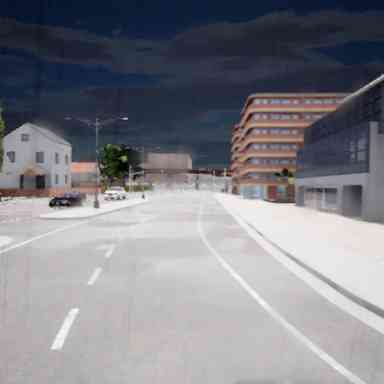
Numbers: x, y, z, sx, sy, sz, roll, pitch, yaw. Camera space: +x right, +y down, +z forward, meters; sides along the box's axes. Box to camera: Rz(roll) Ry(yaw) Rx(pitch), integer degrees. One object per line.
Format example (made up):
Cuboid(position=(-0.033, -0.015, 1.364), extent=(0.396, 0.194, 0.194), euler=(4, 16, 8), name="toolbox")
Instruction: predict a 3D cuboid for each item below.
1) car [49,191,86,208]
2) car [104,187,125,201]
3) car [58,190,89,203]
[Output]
Cuboid(position=(-12.472, 0.859, 33.021), extent=(1.994, 1.385, 4.181), euler=(1, 1, 2), name="car")
Cuboid(position=(-11.778, 0.234, 51.001), extent=(2.150, 2.045, 5.566), euler=(1, 1, 2), name="car")
Cuboid(position=(-15.541, 0.569, 43.953), extent=(2.128, 1.511, 4.902), euler=(1, 1, 2), name="car")
